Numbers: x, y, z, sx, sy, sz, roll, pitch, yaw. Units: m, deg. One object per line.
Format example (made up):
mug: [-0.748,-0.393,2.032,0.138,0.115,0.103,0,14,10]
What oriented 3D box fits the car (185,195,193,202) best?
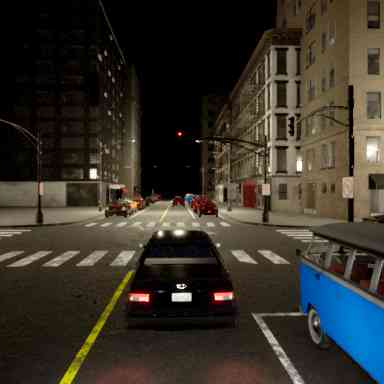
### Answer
car: [-0.715,1.511,79.368,1.752,1.417,4.829,0,0,-2]

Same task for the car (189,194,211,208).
car: [1.150,1.314,35.961,2.192,1.841,5.009,0,0,-2]

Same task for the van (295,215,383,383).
van: [2.536,1.341,3.702,1.690,1.788,3.998,0,0,-2]

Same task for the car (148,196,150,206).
car: [-7.325,1.523,46.256,1.752,1.417,4.829,0,0,-2]

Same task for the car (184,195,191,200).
car: [-1.172,1.527,90.006,1.887,1.381,4.507,0,0,-2]

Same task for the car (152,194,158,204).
car: [-8.029,1.543,62.640,2.008,1.369,4.403,0,0,-2]

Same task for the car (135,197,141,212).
car: [-6.861,1.524,35.447,1.752,1.417,4.829,0,0,-2]

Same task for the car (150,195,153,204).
car: [-7.565,1.562,51.831,1.947,1.339,4.313,0,0,-2]

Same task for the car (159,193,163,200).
car: [-8.725,1.301,78.853,2.192,1.841,5.009,0,0,-2]

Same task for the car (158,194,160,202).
car: [-8.261,1.556,68.044,1.947,1.339,4.313,0,0,-2]

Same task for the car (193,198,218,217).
car: [1.382,1.544,30.557,1.887,1.381,4.507,0,0,-2]

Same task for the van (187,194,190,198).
van: [0.453,1.337,52.176,1.690,1.788,3.998,0,0,-2]

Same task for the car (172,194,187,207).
car: [-2.079,1.522,51.908,1.812,1.442,4.674,0,0,-2]

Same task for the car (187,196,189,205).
car: [0.685,1.542,46.771,1.887,1.381,4.507,0,0,-2]

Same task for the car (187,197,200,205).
car: [0.221,1.560,57.580,1.947,1.339,4.313,0,0,-2]

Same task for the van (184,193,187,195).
van: [-0.475,1.329,73.793,1.690,1.788,3.998,0,0,-2]

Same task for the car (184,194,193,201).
car: [-0.940,1.424,84.602,1.967,1.590,4.097,0,0,-2]

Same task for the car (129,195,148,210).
car: [-7.100,1.313,41.022,2.192,1.841,5.009,0,0,-2]

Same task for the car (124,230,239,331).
car: [-0.257,1.547,7.258,2.033,1.411,5.357,0,0,-2]

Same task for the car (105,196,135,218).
car: [-6.636,1.439,30.213,1.967,1.590,4.097,0,0,-2]

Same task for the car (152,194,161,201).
car: [-8.958,1.424,84.258,1.967,1.590,4.097,0,0,-2]
